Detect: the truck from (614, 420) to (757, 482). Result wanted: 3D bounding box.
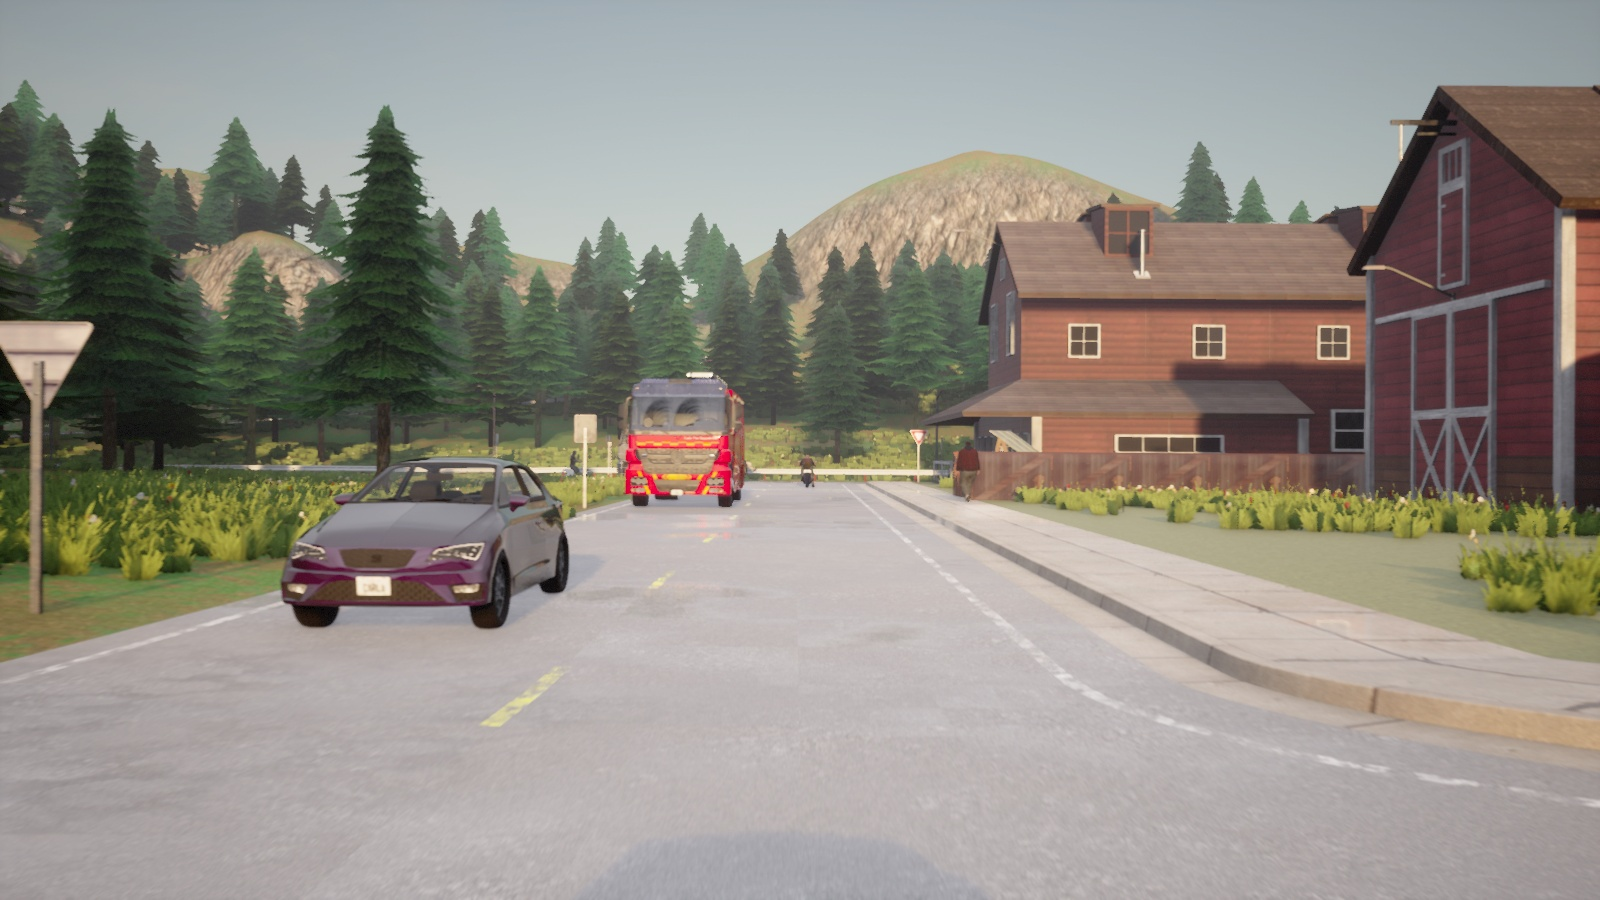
[{"bbox_3d":[-6.546,0.084,72.547,7.936,3.462,2.891,0,0,0],"label":"truck"}]

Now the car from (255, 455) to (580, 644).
[{"bbox_3d":[-3.414,0.800,12.083,1.816,1.474,4.193,0,0,0],"label":"car"}]

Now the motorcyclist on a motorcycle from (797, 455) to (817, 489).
[{"bbox_3d":[0.323,0.978,57.267,0.866,1.530,2.191,0,0,0],"label":"motorcyclist on a motorcycle"}]

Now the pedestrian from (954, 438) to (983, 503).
[{"bbox_3d":[4.839,0.578,36.107,0.634,1.844,0.899,0,0,-6],"label":"pedestrian"}]

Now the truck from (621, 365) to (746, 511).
[{"bbox_3d":[-3.271,-0.306,37.487,2.891,3.827,8.468,0,0,0],"label":"truck"}]
